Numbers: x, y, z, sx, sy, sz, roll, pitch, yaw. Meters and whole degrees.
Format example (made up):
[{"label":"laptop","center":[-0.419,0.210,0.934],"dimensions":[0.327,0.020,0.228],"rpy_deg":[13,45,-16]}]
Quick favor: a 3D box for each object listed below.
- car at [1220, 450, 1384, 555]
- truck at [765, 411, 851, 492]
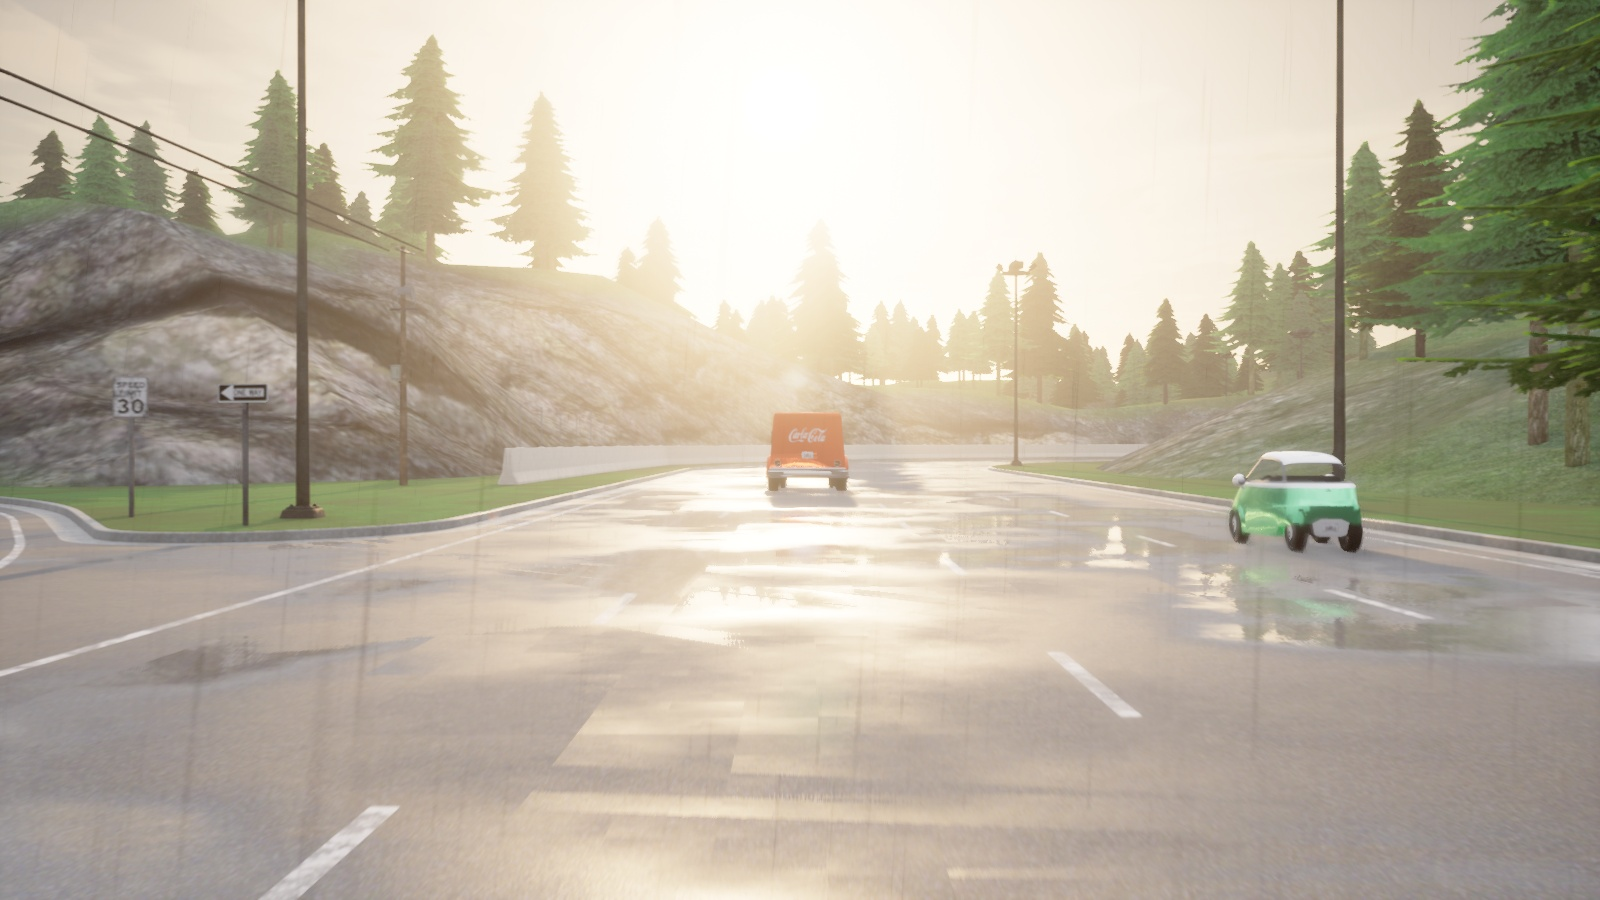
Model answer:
[{"label":"car","center":[7.118,0.705,17.987],"dimensions":[1.481,1.376,2.207],"rpy_deg":[0,1,0]},{"label":"truck","center":[0.249,0.029,40.979],"dimensions":[2.627,2.467,5.204],"rpy_deg":[0,0,0]}]
